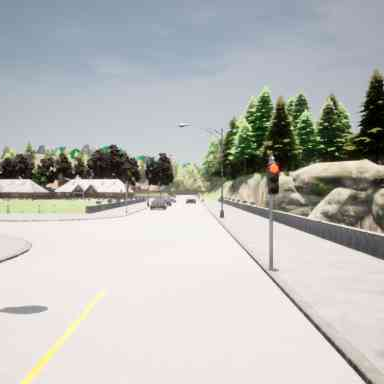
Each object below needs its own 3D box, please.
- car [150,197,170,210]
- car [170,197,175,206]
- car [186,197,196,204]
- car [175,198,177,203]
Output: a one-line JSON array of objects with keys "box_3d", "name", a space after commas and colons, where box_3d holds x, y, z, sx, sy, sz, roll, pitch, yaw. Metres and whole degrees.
[{"box_3d": [-4.222, 1.526, 42.700, 1.812, 1.442, 4.674, 0, 0, -1], "name": "car"}, {"box_3d": [-4.248, 1.547, 53.818, 2.033, 1.411, 5.357, 0, 0, -1], "name": "car"}, {"box_3d": [-0.180, 1.601, 63.408, 1.895, 1.301, 4.718, 0, 0, 0], "name": "car"}, {"box_3d": [-4.203, 1.601, 68.344, 1.895, 1.301, 4.718, 0, 0, 0], "name": "car"}]
